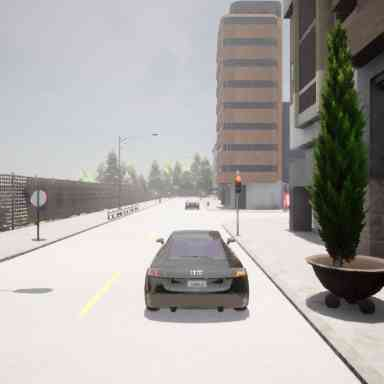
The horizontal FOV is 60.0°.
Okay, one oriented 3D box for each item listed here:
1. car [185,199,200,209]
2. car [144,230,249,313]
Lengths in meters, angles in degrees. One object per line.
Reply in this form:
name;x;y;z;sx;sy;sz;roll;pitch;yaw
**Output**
car;0.028;1.601;43.856;1.895;1.301;4.718;0;0;-1
car;0.085;1.564;7.772;1.994;1.385;4.181;0;0;0
